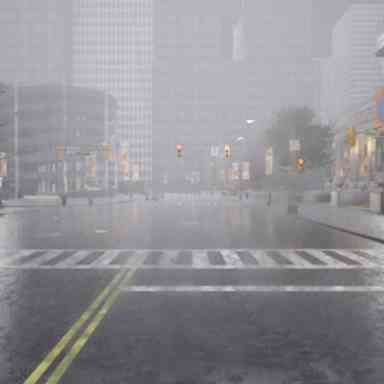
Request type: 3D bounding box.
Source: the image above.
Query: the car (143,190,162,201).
[{"bbox_3d":[-6.947,0.788,57.784,2.128,1.511,4.902,0,1,1],"label":"car"}]

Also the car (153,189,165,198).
[{"bbox_3d":[-6.952,0.641,72.586,2.128,1.511,4.902,0,1,1],"label":"car"}]
